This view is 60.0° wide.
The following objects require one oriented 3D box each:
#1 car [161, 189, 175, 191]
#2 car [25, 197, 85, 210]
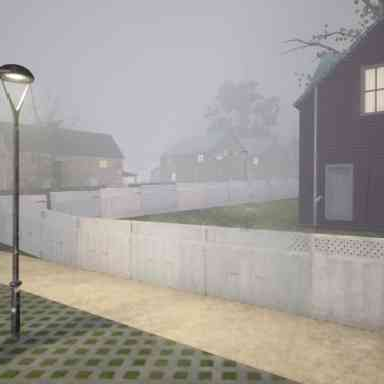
[{"bbox_3d":[-2.027,0.203,29.316,4.718,1.301,1.895,-4,3,-40],"label":"car"},{"bbox_3d":[-9.156,0.723,23.339,4.718,1.301,1.895,-4,3,-40],"label":"car"}]
